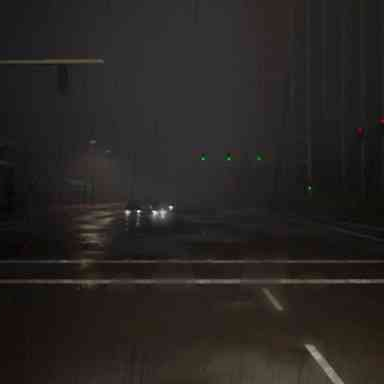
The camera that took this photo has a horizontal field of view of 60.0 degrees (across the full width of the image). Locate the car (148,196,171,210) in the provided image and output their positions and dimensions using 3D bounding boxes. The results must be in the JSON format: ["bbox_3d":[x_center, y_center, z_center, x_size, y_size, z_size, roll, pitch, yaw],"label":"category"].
[{"bbox_3d":[-4.452,1.759,46.517,2.128,1.511,4.902,0,0,-1],"label":"car"}]

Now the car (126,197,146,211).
[{"bbox_3d":[-7.948,1.792,46.336,1.812,1.442,4.674,0,0,-1],"label":"car"}]

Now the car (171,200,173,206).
[{"bbox_3d":[-4.652,1.964,63.089,1.895,1.301,4.718,0,0,0],"label":"car"}]

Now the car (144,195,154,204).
[{"bbox_3d":[-8.153,1.583,62.968,2.150,2.045,5.566,0,0,0],"label":"car"}]

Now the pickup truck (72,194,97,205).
[{"bbox_3d":[-21.285,1.431,64.707,2.390,2.098,6.274,0,0,30],"label":"pickup truck"}]
